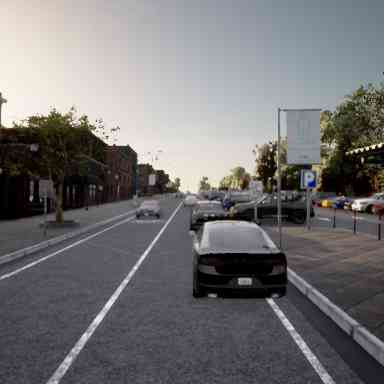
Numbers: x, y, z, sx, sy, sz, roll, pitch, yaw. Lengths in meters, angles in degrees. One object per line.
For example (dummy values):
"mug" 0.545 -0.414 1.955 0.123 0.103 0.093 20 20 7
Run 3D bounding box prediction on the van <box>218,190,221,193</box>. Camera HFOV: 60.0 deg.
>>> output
"van" 5.717 1.072 40.044 4.442 1.987 1.878 0 0 0

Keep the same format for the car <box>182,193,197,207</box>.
"car" -0.114 1.262 45.690 1.812 1.442 4.674 0 1 0

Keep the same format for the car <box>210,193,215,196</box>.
"car" 5.572 1.224 48.459 4.892 1.521 2.231 0 1 0

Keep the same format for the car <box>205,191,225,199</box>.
"car" 5.406 0.705 79.294 4.553 1.767 2.185 0 1 0

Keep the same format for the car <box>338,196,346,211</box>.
"car" 18.695 1.331 35.249 4.892 1.521 2.231 0 0 0

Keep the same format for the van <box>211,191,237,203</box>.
"van" 5.636 0.859 59.672 4.442 1.987 1.878 0 1 0

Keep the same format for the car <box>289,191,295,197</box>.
"car" 18.660 0.935 51.908 5.566 2.045 2.435 0 1 0

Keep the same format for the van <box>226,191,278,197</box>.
"van" 5.753 1.121 31.633 4.442 1.987 1.878 0 0 0

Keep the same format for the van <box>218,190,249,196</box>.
"van" 5.496 1.091 37.242 4.442 1.987 1.878 0 0 0

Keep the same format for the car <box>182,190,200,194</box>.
"car" -0.165 0.953 59.105 2.097 1.767 4.553 0 1 0

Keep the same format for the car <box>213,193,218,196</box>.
"car" 5.575 1.293 45.656 4.674 1.452 2.002 0 1 0

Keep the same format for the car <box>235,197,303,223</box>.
"car" 5.474 1.372 26.026 5.366 1.575 1.946 0 0 0

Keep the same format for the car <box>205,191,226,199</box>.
"car" 5.418 0.741 76.491 4.553 1.767 2.185 0 1 0

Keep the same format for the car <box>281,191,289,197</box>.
"car" 18.794 1.112 57.462 5.366 1.575 1.946 0 1 0

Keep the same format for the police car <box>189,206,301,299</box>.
"police car" 0.951 1.403 8.603 1.930 1.638 5.238 0 0 0

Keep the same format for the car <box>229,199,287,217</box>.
"car" 5.650 1.401 28.830 4.674 1.452 2.002 0 0 0

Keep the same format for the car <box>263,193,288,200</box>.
"car" 18.544 0.900 74.115 4.892 1.521 2.231 0 1 0

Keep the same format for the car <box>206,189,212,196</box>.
"car" 5.514 0.906 54.064 5.566 2.045 2.435 0 1 0

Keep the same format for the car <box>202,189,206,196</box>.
"car" 5.444 0.688 70.883 5.566 2.045 2.435 0 1 0

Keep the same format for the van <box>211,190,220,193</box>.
"van" 5.671 0.967 51.264 4.442 1.987 1.878 0 1 0

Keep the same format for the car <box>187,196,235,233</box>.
"car" 0.923 1.280 18.475 2.097 1.767 4.553 0 0 0

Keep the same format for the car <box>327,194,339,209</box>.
"car" 18.684 1.313 38.027 5.008 1.535 2.097 0 0 0

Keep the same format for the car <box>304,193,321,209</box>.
"car" 18.683 1.276 46.360 4.792 1.488 2.163 0 1 0

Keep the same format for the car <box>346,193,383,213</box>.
"car" 18.683 1.092 32.474 5.566 2.045 2.435 0 0 0

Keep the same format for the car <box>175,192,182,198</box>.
"car" -3.498 0.728 88.589 2.128 1.511 4.902 0 1 0

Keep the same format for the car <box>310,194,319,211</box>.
"car" 18.636 1.304 43.576 4.792 1.488 2.163 0 1 0

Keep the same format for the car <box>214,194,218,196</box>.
"car" 5.618 1.308 42.849 4.792 1.488 2.163 0 0 0

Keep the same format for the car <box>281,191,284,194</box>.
"car" 18.625 0.828 60.234 5.566 2.045 2.435 0 1 0

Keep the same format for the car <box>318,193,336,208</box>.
"car" 18.862 1.291 40.805 5.366 1.575 1.946 0 0 0

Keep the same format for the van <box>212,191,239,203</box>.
"van" 5.647 0.895 56.869 4.442 1.987 1.878 0 1 0

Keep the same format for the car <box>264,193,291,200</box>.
"car" 18.365 0.932 71.338 5.366 1.575 1.946 0 1 0

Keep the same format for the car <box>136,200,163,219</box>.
"car" -3.426 1.403 27.391 1.812 1.442 4.674 0 0 0

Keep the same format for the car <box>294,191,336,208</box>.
"car" 18.614 0.966 49.131 5.566 2.045 2.435 0 1 0

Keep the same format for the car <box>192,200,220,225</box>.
"car" 0.907 1.401 24.513 1.837 1.490 4.892 0 0 0

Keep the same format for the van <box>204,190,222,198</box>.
"van" 5.297 0.532 84.898 4.442 1.987 1.878 0 1 0

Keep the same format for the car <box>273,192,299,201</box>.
"car" 18.604 0.881 65.788 4.553 1.767 2.185 0 1 0

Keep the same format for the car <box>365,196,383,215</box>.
"car" 18.729 1.358 29.699 5.008 1.535 2.097 0 0 0
